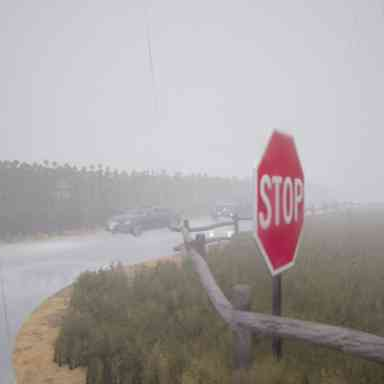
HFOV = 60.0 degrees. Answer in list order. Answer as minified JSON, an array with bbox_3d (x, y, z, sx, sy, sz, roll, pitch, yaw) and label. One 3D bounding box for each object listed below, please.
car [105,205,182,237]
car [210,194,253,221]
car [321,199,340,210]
[{"bbox_3d":[-2.542,1.486,18.369,2.128,1.511,4.902,0,0,36],"label":"car"},{"bbox_3d":[3.607,1.216,26.972,2.150,2.045,5.566,0,0,35],"label":"car"},{"bbox_3d":[16.875,1.544,40.631,2.033,1.411,5.357,0,0,27],"label":"car"}]
